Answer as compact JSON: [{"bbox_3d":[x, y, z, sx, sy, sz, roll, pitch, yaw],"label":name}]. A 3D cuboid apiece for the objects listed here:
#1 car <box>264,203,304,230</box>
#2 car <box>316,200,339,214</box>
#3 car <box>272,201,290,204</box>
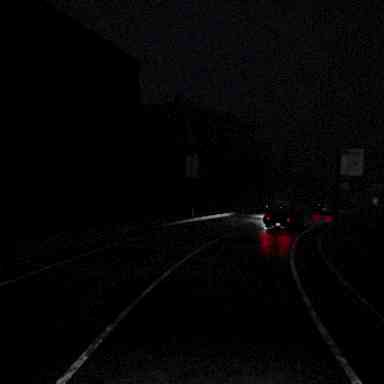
[{"bbox_3d":[6.374,1.726,22.603,1.895,1.301,4.718,2,1,27],"label":"car"},{"bbox_3d":[15.470,1.624,37.765,2.128,1.511,4.902,3,2,32],"label":"car"},{"bbox_3d":[9.301,1.589,34.865,1.895,1.301,4.718,3,2,32],"label":"car"}]
